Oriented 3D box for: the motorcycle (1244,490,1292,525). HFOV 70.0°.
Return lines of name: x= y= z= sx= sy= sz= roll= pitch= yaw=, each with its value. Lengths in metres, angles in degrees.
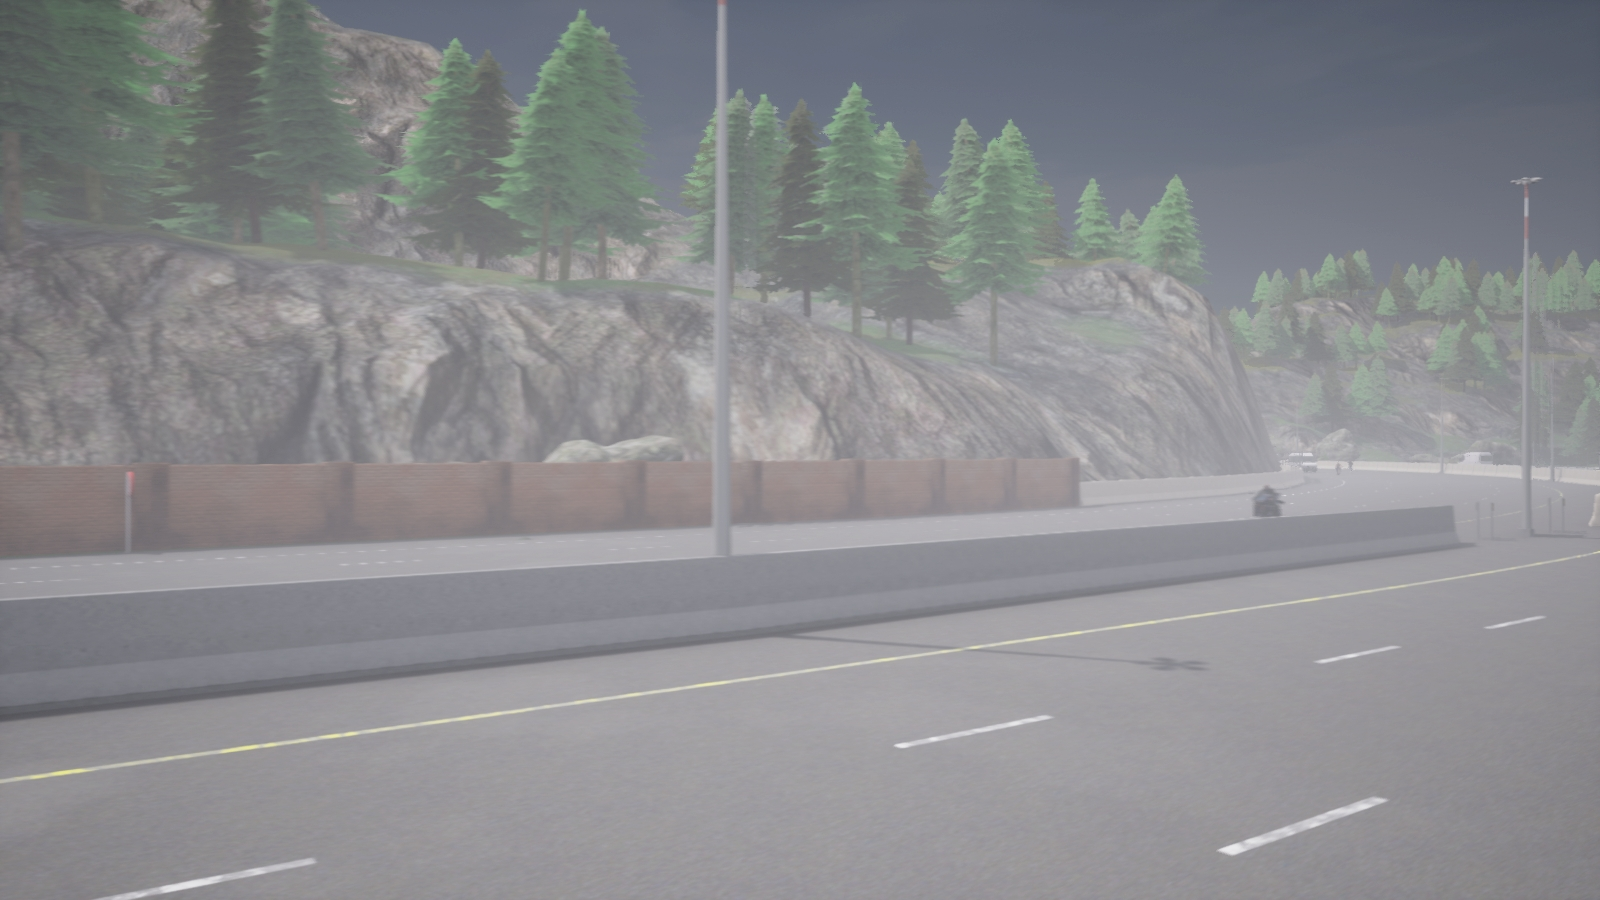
motorcycle: x=18.223 y=2.218 z=44.478 sx=2.209 sy=1.251 sz=0.867 roll=0 pitch=-1 yaw=-43
